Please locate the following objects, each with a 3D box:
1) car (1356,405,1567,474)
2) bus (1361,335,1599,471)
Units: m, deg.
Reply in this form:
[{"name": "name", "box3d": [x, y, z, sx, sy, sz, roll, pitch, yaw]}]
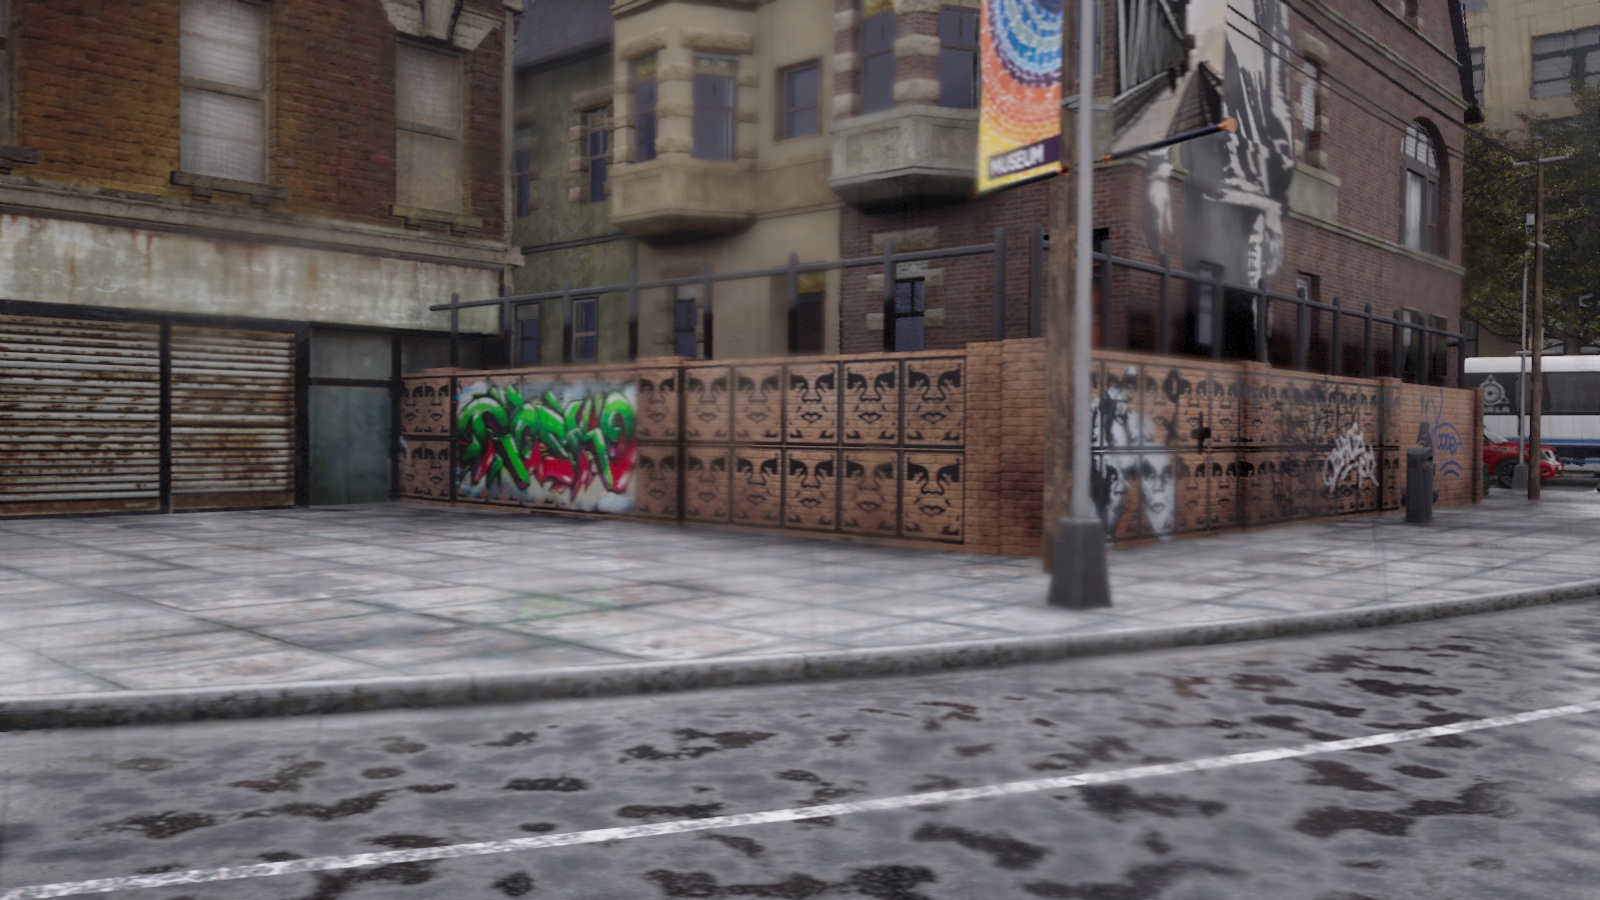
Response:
[{"name": "car", "box3d": [20.899, -0.328, 39.860, 5.566, 2.045, 2.150, 0, 1, 43]}, {"name": "bus", "box3d": [24.526, -1.494, 41.770, 10.273, 4.253, 3.944, 0, 1, 31]}]
